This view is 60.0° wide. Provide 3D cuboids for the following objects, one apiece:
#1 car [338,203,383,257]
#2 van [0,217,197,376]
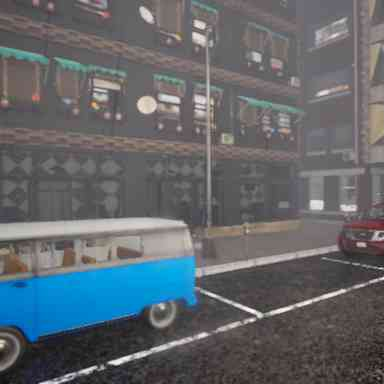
[{"bbox_3d":[7.282,1.311,11.749,5.009,1.841,2.192,0,-1,-35],"label":"car"},{"bbox_3d":[-1.829,1.341,5.229,3.998,1.788,1.690,0,-1,-35],"label":"van"}]
